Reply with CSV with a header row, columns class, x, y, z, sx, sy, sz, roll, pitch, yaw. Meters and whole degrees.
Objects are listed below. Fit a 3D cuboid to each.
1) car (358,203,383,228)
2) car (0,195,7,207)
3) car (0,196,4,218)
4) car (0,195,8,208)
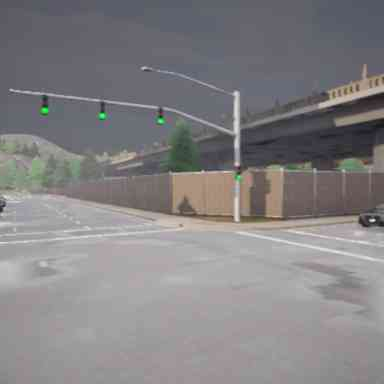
class,x,y,z,sx,sy,sz,roll,pitch,yaw
car,10.817,1.212,17.676,4.181,1.385,1.994,-1,1,-28
car,-18.841,1.193,31.417,1.812,1.442,4.674,-1,1,-27
car,-14.448,1.255,23.266,1.837,1.490,4.892,-1,1,-28
car,-23.819,1.119,40.800,2.033,1.411,5.357,-1,1,-28
